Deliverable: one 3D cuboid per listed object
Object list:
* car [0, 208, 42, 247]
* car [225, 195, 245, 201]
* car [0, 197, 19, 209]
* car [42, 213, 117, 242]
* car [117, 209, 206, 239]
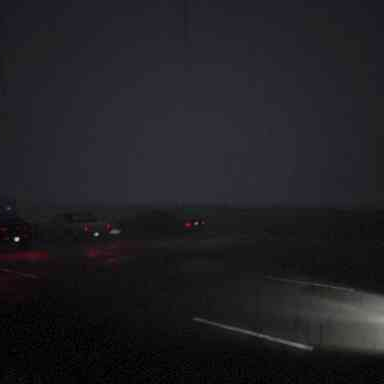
[{"bbox_3d":[-8.963,1.650,14.685,4.892,1.490,1.837,-1,0,36],"label":"car"},{"bbox_3d":[9.830,1.551,76.249,4.605,1.855,1.932,-1,0,35],"label":"car"},{"bbox_3d":[-17.516,1.510,29.386,5.566,2.045,2.150,-1,0,35],"label":"car"},{"bbox_3d":[-6.347,1.740,17.119,4.718,1.301,1.895,-1,0,36],"label":"car"},{"bbox_3d":[-1.820,1.659,18.187,5.357,1.411,2.033,-1,0,36],"label":"car"}]
